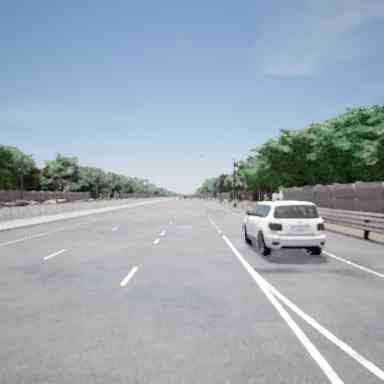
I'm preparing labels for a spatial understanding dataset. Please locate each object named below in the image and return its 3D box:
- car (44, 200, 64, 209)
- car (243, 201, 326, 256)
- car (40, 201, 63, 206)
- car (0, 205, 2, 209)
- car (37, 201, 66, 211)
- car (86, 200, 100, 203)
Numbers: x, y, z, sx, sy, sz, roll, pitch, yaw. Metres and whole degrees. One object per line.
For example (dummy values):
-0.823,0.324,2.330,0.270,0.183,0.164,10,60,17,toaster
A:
-24.598,2.241,59.448,1.994,1.385,4.181,0,-1,0,car
3.589,1.385,13.880,2.150,2.045,5.566,0,-1,-1,car
-17.612,1.929,41.299,1.882,1.535,5.008,0,-1,0,car
-24.608,1.938,39.588,1.837,1.490,4.892,0,0,0,car
-21.087,2.098,50.202,2.033,1.411,5.357,0,-1,1,car
-17.599,2.198,59.484,1.837,1.490,4.892,0,-1,0,car
